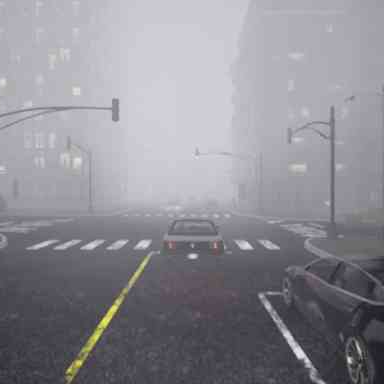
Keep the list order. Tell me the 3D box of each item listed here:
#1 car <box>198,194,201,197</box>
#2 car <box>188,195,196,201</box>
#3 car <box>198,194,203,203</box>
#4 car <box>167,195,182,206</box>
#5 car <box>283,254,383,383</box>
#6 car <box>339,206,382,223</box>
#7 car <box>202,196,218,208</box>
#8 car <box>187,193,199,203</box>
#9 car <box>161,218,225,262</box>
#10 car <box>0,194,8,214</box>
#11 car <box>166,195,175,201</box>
[{"bbox_3d":[2.680,1.539,65.536,2.008,1.369,4.403,0,0,0],"label":"car"},{"bbox_3d":[-0.013,1.420,79.601,1.895,1.301,4.718,0,0,0],"label":"car"},{"bbox_3d":[2.680,1.538,59.887,2.008,1.369,4.403,0,0,0],"label":"car"},{"bbox_3d":[-3.081,1.588,54.160,1.895,1.301,4.718,0,0,0],"label":"car"},{"bbox_3d":[2.690,1.564,4.947,1.947,1.339,4.313,0,0,0],"label":"car"},{"bbox_3d":[14.638,1.821,27.289,4.829,1.417,1.752,1,-1,0],"label":"car"},{"bbox_3d":[2.733,1.568,46.970,1.802,1.307,4.206,0,0,0],"label":"car"},{"bbox_3d":[-0.012,1.460,69.153,1.882,1.535,5.008,0,0,0],"label":"car"},{"bbox_3d":[0.047,1.595,11.975,1.895,1.301,4.718,0,0,1],"label":"car"},{"bbox_3d":[-17.698,1.014,27.005,5.009,1.841,2.192,1,-1,0],"label":"car"},{"bbox_3d":[-5.705,1.547,88.128,2.008,1.369,4.403,0,0,0],"label":"car"}]
